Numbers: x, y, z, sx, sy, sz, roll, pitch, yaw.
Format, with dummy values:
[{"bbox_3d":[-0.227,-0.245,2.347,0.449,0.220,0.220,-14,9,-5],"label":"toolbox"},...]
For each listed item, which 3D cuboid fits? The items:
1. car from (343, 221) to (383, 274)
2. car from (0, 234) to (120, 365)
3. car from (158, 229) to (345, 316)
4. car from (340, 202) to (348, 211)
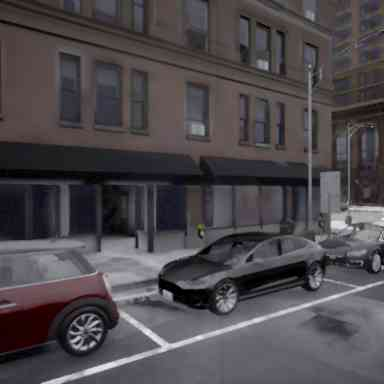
[{"bbox_3d":[5.800,1.651,10.787,4.403,1.369,2.008,1,-1,-35],"label":"car"},{"bbox_3d":[-3.170,1.438,4.403,4.097,1.590,1.967,1,-1,-35],"label":"car"},{"bbox_3d":[1.315,1.615,7.594,4.313,1.339,1.947,1,-1,-35],"label":"car"},{"bbox_3d":[16.835,1.632,40.958,1.994,1.385,4.181,0,1,-35],"label":"car"}]
